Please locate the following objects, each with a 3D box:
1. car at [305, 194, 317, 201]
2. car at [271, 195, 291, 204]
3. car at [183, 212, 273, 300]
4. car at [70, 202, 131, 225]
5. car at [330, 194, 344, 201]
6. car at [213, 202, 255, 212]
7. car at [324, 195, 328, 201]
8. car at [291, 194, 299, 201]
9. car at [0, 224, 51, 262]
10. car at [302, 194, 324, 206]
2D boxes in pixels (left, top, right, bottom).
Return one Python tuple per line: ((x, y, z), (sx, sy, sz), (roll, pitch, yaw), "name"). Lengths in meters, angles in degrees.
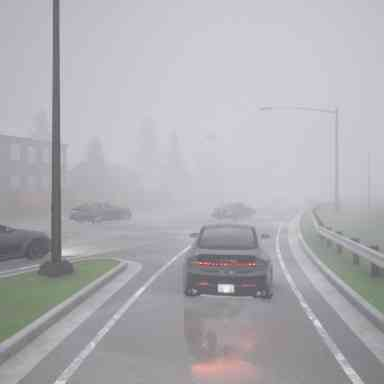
((31.671, 1.354, 88.500), (2.097, 1.767, 4.553), (0, 0, 31), "car")
((16.481, 1.546, 62.767), (2.033, 1.411, 5.357), (0, 0, 31), "car")
((0.942, 1.505, 8.474), (1.837, 1.490, 4.892), (0, 0, 8), "car")
((-6.474, 1.491, 24.174), (2.128, 1.511, 4.902), (0, 0, 31), "car")
((36.835, 1.354, 83.489), (2.097, 1.767, 4.553), (0, 0, 31), "car")
((3.516, 1.547, 27.274), (2.033, 1.411, 5.357), (0, 0, 31), "car")
((30.860, 1.476, 80.291), (1.882, 1.535, 5.008), (0, 0, 31), "car")
((24.844, 1.476, 83.870), (1.882, 1.535, 5.008), (0, 0, 31), "car")
((-6.565, 1.563, 10.351), (1.994, 1.385, 4.181), (0, 0, 31), "car")
((20.223, 1.525, 55.349), (1.812, 1.442, 4.674), (0, 0, 31), "car")
